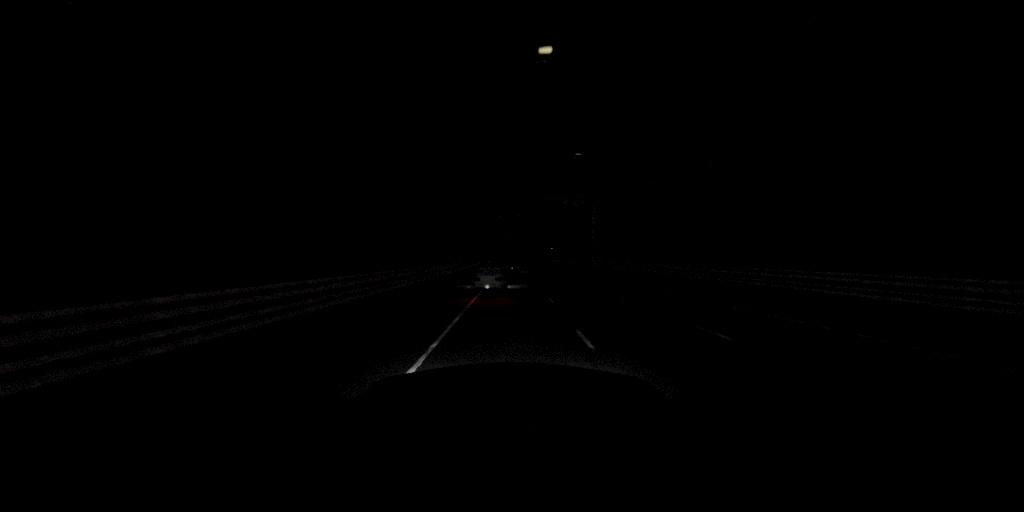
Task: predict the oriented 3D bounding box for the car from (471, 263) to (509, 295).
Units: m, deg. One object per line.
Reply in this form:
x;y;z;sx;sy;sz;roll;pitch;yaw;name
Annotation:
-1.221;1.289;19.990;1.812;1.442;4.674;0;0;0;car

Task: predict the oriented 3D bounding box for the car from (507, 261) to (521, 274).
0.035;1.359;41.657;1.994;1.385;4.181;0;0;0;car
